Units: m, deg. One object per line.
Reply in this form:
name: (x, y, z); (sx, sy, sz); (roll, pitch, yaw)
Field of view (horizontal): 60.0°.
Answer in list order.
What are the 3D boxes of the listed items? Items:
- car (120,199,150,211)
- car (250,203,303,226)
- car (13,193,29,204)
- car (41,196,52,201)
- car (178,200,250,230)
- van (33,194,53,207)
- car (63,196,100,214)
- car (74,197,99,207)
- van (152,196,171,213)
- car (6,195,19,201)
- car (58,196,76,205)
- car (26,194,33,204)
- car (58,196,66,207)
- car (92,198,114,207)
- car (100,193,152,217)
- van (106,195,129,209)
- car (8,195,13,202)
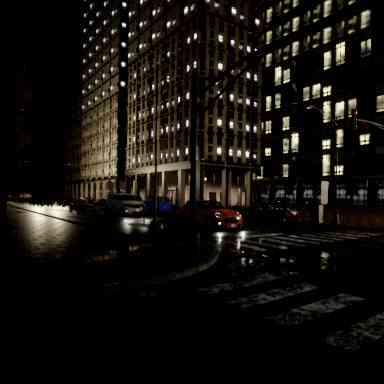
car: (-7.284, 1.584, 42.362); (2.008, 1.369, 4.403); (1, -1, -35)
car: (5.778, 1.505, 23.925); (1.967, 1.590, 4.097); (1, -1, -35)
car: (-30.443, 1.155, 60.568); (2.192, 1.841, 5.009); (1, -1, -35)
car: (-36.671, 1.571, 83.845); (1.802, 1.307, 4.206); (1, -1, -35)
car: (1.053, 1.303, 20.537); (2.097, 1.767, 4.553); (1, -1, -34)
van: (-20.648, 1.197, 46.739); (1.690, 1.788, 3.998); (1, -1, -35)
car: (-10.857, 1.427, 32.909); (2.008, 1.369, 4.403); (1, -1, -35)
car: (-16.062, 1.517, 50.269); (2.033, 1.411, 5.357); (1, -1, -36)
van: (-4.016, 1.382, 37.754); (1.690, 1.788, 3.998); (1, -1, -35)
car: (-40.241, 1.378, 74.393); (2.008, 1.369, 4.403); (1, -1, -35)
car: (-22.193, 1.464, 58.922); (1.837, 1.490, 4.892); (1, -1, -35)
car: (-23.917, 1.432, 51.346); (1.802, 1.307, 4.206); (1, -1, -35)
car: (-17.519, 1.416, 46.913); (1.837, 1.490, 4.892); (1, -1, -35)
car: (-13.815, 1.587, 51.580); (1.947, 1.339, 4.313); (1, -1, -35)
car: (-6.248, 1.145, 30.900); (2.150, 2.045, 5.566); (1, 1, -35)
van: (-10.545, 1.368, 46.973); (1.690, 1.788, 3.998); (1, -1, -35)
car: (-36.977, 1.397, 69.784); (1.947, 1.339, 4.313); (1, -1, -35)
